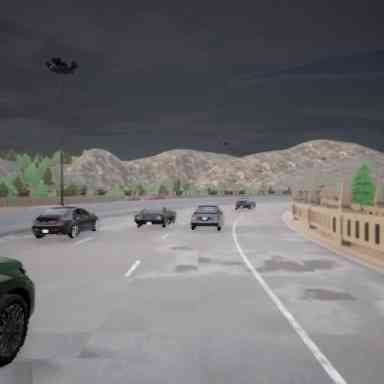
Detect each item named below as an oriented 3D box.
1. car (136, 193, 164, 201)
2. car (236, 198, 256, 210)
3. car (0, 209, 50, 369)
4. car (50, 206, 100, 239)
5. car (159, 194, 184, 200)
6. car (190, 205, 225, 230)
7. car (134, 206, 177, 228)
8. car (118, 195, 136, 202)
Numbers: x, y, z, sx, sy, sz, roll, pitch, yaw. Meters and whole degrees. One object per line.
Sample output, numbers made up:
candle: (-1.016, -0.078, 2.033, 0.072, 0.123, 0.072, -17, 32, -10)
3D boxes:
car: (-6.346, 1.229, 55.673, 2.150, 2.045, 5.566, 0, 0, 27)
car: (6.821, 1.505, 41.851, 1.837, 1.490, 4.892, 0, 0, 22)
car: (-3.401, 1.222, 2.578, 2.150, 2.045, 5.566, 0, 0, 0)
car: (-6.368, 1.506, 17.325, 1.837, 1.490, 4.892, 0, 0, 5)
car: (-2.795, 1.505, 54.933, 2.128, 1.511, 4.902, 0, 0, 27)
car: (1.077, 1.548, 21.208, 2.033, 1.411, 5.357, 0, 0, 8)
car: (-2.275, 1.602, 22.304, 1.895, 1.301, 4.718, 0, 0, 8)
car: (-10.303, 1.352, 55.559, 2.097, 1.767, 4.553, 0, 0, 26)
